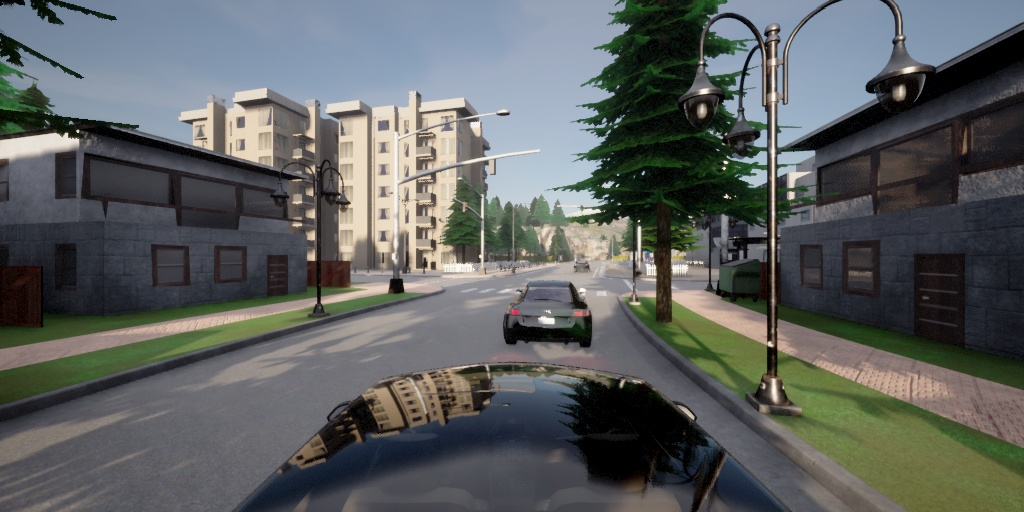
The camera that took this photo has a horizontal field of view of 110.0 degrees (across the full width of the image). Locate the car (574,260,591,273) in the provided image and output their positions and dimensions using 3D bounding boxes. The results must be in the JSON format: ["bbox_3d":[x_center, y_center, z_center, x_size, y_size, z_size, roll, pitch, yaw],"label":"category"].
[{"bbox_3d":[8.793,1.276,44.941,2.128,1.511,4.902,0,0,14],"label":"car"}]

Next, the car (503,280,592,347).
[{"bbox_3d":[1.007,1.314,9.410,1.994,1.385,4.181,0,0,8],"label":"car"}]
